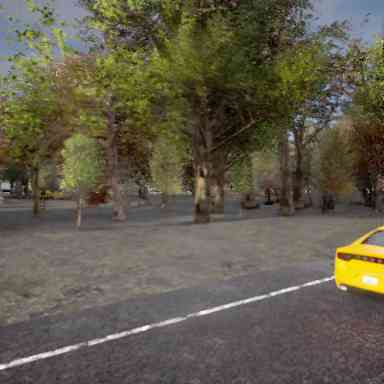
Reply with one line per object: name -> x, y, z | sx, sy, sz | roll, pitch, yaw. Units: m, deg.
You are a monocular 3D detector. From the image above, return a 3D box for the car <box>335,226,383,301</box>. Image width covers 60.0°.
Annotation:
car -> 5.262, 1.455, 7.505 | 5.008, 1.535, 1.882 | 0, 0, -35
